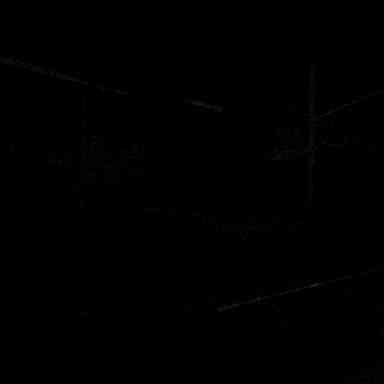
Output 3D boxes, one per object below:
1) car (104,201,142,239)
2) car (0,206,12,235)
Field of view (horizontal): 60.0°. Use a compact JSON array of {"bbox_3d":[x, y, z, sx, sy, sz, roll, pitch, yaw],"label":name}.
[{"bbox_3d":[-4.377,1.448,18.316,1.905,1.878,3.866,1,0,-35],"label":"car"},{"bbox_3d":[-11.506,1.523,18.582,2.242,1.667,4.611,1,0,-35],"label":"car"}]
